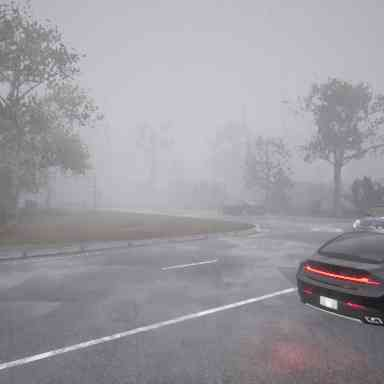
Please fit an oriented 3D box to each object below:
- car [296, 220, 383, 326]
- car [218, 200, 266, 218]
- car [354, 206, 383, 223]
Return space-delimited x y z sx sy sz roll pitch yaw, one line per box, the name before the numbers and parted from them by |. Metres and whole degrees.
car | 4.144 1.505 6.671 4.892 1.490 1.837 0 0 -35
car | 4.516 1.479 30.678 1.882 1.535 5.008 0 0 -39
car | 9.032 1.351 14.656 4.553 1.767 2.097 0 0 -35
